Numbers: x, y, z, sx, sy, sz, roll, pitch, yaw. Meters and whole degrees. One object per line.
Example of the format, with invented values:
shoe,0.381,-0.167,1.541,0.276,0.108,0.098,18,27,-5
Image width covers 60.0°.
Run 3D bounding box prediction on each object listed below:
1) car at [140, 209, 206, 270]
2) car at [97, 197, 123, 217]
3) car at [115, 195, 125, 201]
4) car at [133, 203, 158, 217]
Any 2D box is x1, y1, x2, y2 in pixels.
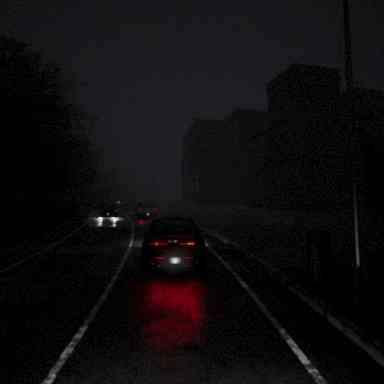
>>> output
car,-0.675,1.538,11.146,1.837,1.490,4.892,1,0,-6
car,-7.893,1.525,31.235,2.033,1.411,5.357,1,0,-15
car,-15.646,1.323,71.372,2.033,1.411,5.357,0,0,0
car,-4.446,1.652,31.509,1.895,1.301,4.718,1,0,-14
